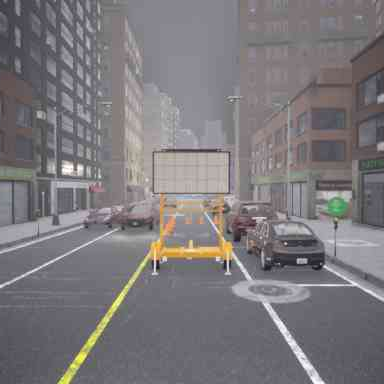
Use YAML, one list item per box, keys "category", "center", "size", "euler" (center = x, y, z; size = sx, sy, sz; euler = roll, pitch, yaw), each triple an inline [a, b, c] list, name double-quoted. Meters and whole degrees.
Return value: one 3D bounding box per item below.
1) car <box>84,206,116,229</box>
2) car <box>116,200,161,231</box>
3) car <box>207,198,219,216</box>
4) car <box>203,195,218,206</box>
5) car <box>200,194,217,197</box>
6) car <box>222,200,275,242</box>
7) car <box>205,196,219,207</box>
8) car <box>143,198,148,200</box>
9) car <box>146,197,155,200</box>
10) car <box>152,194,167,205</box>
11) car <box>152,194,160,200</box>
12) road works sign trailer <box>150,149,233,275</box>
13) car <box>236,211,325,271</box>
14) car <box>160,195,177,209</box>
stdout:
- category: "car"
  center: [-5.713, 1.577, 21.750]
  size: [1.802, 1.307, 4.206]
  euler: [-1, 0, 0]
- category: "car"
  center: [-3.139, 1.473, 20.818]
  size: [1.882, 1.535, 5.008]
  euler: [0, 0, 0]
- category: "car"
  center: [2.792, 1.557, 32.793]
  size: [1.947, 1.339, 4.313]
  euler: [-1, 0, 0]
- category: "car"
  center: [2.764, 1.544, 49.312]
  size: [1.947, 1.339, 4.313]
  euler: [-1, 0, 0]
- category: "car"
  center: [2.754, 1.538, 54.819]
  size: [1.947, 1.339, 4.313]
  euler: [-1, 0, 0]
- category: "car"
  center: [2.819, 1.312, 16.274]
  size: [2.192, 1.841, 5.009]
  euler: [-1, 0, 0]
- category: "car"
  center: [2.783, 1.513, 38.469]
  size: [1.752, 1.417, 4.829]
  euler: [-1, 0, 0]
- category: "car"
  center: [-5.733, 1.573, 32.765]
  size: [1.802, 1.307, 4.206]
  euler: [-1, 0, 0]
- category: "car"
  center: [-5.742, 1.569, 38.273]
  size: [1.802, 1.307, 4.206]
  euler: [-1, 0, 0]
- category: "car"
  center: [-5.784, 1.281, 60.304]
  size: [2.192, 1.841, 5.009]
  euler: [-1, 0, 0]
- category: "car"
  center: [-5.753, 1.423, 43.781]
  size: [1.967, 1.590, 4.097]
  euler: [-1, 0, 0]
- category: "road works sign trailer"
  center: [-0.019, 0.462, 10.444]
  size: [2.380, 3.560, 2.880]
  euler: [0, 0, 0]
- category: "car"
  center: [2.831, 1.549, 10.768]
  size: [2.008, 1.369, 4.403]
  euler: [-1, 0, 0]
- category: "car"
  center: [-3.083, 1.458, 46.176]
  size: [1.882, 1.535, 5.008]
  euler: [0, 0, 0]
